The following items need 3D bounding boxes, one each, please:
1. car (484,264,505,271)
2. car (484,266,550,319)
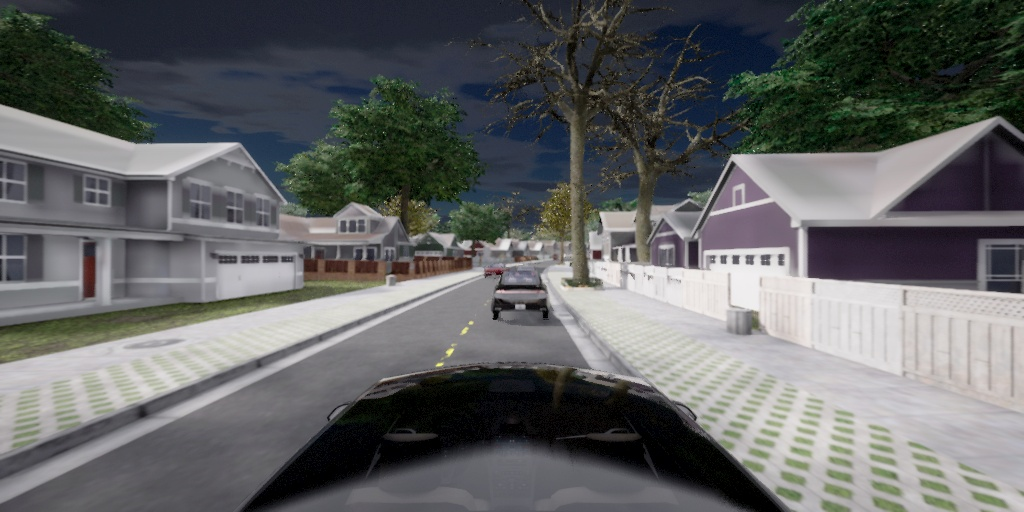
[{"bbox_3d":[-1.446,1.397,33.807,1.895,1.301,4.718,0,0,5],"label":"car"},{"bbox_3d":[0.321,1.274,12.914,2.128,1.511,4.902,0,0,2],"label":"car"}]
